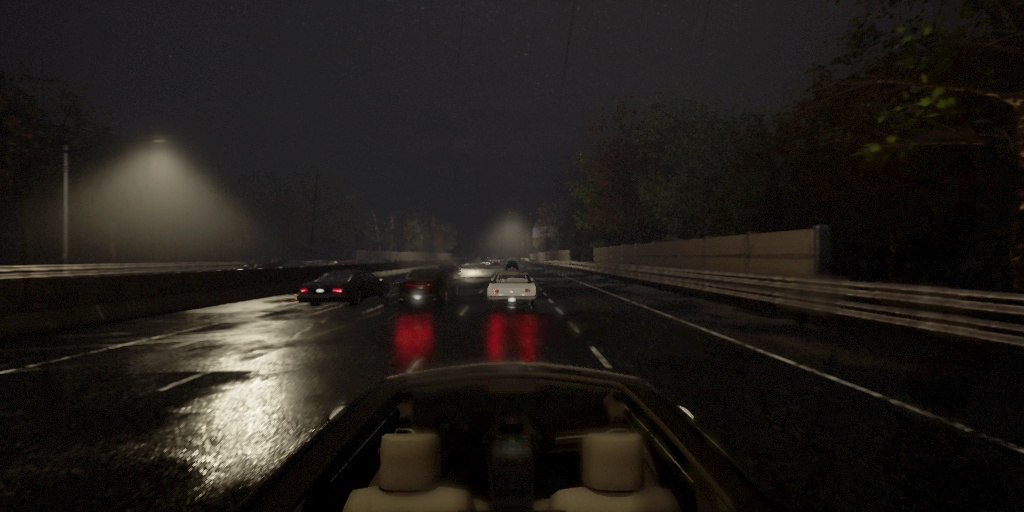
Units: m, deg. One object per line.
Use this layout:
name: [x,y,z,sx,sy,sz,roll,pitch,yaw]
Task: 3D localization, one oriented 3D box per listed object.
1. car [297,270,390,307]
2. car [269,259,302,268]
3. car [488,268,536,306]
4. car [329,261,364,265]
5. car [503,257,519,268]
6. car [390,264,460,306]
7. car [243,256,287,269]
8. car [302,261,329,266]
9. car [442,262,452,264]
car: [-6.996,1.311,15.570,2.033,1.411,5.357,0,0,0]
car: [-24.564,1.353,40.245,1.994,1.385,4.181,0,0,0]
car: [0.002,1.365,15.851,1.895,1.301,4.718,0,0,0]
car: [-17.573,1.266,39.301,1.882,1.535,5.008,0,0,0]
car: [0.004,1.305,50.992,1.837,1.490,4.892,0,0,0]
car: [-3.503,1.270,15.712,1.837,1.490,4.892,0,0,0]
car: [-28.028,1.011,41.220,2.150,2.045,5.566,0,0,1]
car: [-21.057,1.281,40.646,2.128,1.511,4.902,0,0,0]
car: [-6.998,1.351,38.815,1.994,1.385,4.181,0,0,0]
